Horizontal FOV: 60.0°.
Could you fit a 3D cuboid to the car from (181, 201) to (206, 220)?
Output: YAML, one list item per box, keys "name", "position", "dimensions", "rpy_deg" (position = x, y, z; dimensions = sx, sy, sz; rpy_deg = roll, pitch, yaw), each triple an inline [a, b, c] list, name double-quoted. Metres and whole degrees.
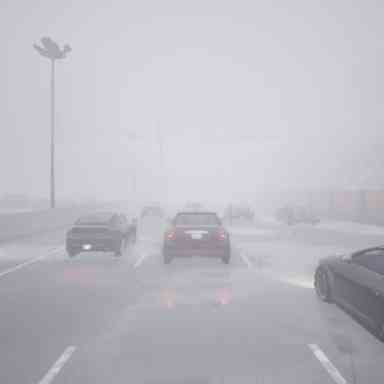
- name: "car"
  position: [0.125, 1.565, 28.821]
  dimensions: [1.994, 1.385, 4.181]
  rpy_deg: [0, 0, -1]

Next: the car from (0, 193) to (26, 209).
- name: "car"
  position: [-24.842, 1.218, 46.061]
  dimensions: [2.150, 2.045, 5.566]
  rpy_deg: [0, 0, -1]

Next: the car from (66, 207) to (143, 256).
- name: "car"
  position: [-3.337, 1.505, 13.061]
  dimensions: [1.837, 1.490, 4.892]
  rpy_deg: [0, 0, 0]

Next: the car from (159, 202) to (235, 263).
- name: "car"
  position: [0.157, 1.353, 12.094]
  dimensions: [2.097, 1.767, 4.553]
  rpy_deg: [0, 0, 0]

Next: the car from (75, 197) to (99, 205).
- name: "car"
  position: [-14.355, 1.503, 46.696]
  dimensions: [1.837, 1.490, 4.892]
  rpy_deg: [0, 0, -1]

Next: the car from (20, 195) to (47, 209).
- name: "car"
  position: [-21.349, 1.489, 46.462]
  dimensions: [2.128, 1.511, 4.902]
  rpy_deg: [0, 0, -1]

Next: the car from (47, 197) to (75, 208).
- name: "car"
  position: [-17.852, 1.490, 46.598]
  dimensions: [2.128, 1.511, 4.902]
  rpy_deg: [0, 0, -1]

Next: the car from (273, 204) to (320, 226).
- name: "car"
  position: [7.178, 1.549, 23.280]
  dimensions: [2.033, 1.411, 5.357]
  rpy_deg: [0, 0, 0]

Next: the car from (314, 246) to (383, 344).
- name: "car"
  position: [3.617, 1.566, 5.528]
  dimensions: [1.994, 1.385, 4.181]
  rpy_deg: [0, 0, 0]

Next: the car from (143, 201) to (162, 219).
- name: "car"
  position: [-3.390, 1.526, 29.253]
  dimensions: [1.812, 1.442, 4.674]
  rpy_deg: [0, 0, -1]

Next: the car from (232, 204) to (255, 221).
- name: "car"
  position: [3.656, 1.602, 26.615]
  dimensions: [1.895, 1.301, 4.718]
  rpy_deg: [0, 0, 0]
